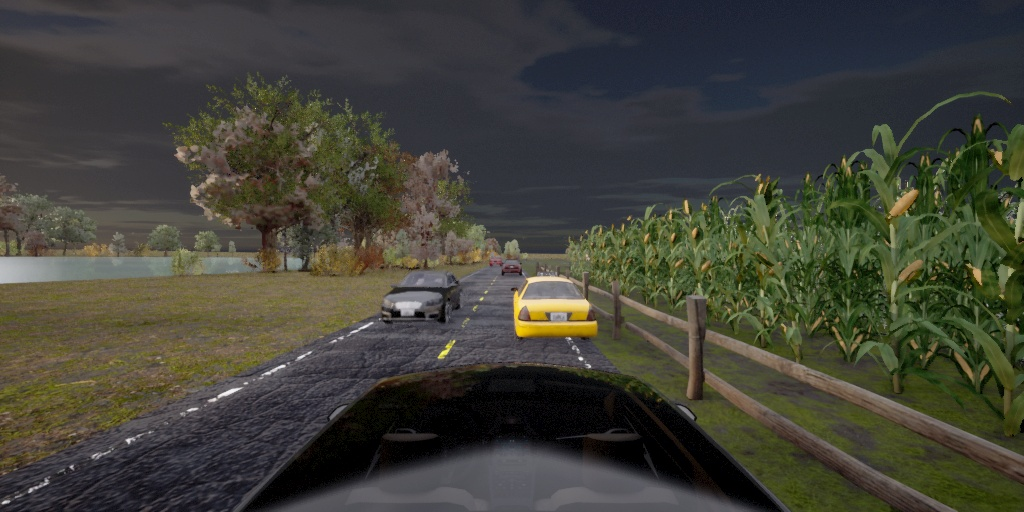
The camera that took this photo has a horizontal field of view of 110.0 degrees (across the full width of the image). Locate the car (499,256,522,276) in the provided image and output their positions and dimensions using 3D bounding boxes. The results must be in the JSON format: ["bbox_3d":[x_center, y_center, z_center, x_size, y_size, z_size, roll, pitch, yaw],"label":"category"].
[{"bbox_3d":[-0.022,1.097,37.918,2.097,1.767,4.553,0,0,0],"label":"car"}]

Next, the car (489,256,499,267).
[{"bbox_3d":[-2.924,0.966,65.007,2.150,2.045,5.566,0,0,0],"label":"car"}]

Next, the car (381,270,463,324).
[{"bbox_3d":[-2.779,1.239,11.970,2.128,1.511,4.902,0,0,0],"label":"car"}]

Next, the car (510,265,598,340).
[{"bbox_3d":[0.940,1.204,9.848,1.801,1.575,5.366,0,0,0],"label":"car"}]
